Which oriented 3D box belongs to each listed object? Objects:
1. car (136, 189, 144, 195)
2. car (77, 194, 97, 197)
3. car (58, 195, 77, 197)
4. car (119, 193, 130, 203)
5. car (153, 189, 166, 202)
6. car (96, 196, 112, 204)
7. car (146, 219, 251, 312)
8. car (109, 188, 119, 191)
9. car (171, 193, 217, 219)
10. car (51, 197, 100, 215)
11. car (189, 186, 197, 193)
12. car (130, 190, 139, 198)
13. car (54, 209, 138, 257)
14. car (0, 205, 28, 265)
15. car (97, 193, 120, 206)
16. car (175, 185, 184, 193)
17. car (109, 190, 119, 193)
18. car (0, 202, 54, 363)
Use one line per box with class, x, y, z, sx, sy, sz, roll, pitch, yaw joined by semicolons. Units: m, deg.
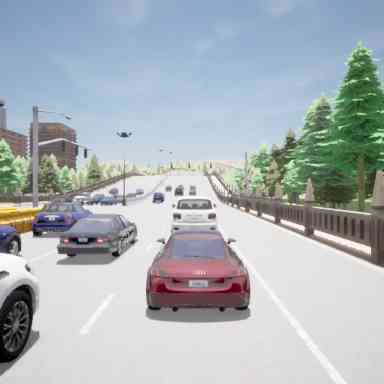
car;-13.831;-0.090;86.604;1.882;1.535;5.008;0;6;0
car;-17.505;1.484;57.110;2.128;1.511;4.902;0;0;1
car;-21.081;1.351;54.206;2.097;1.767;4.553;0;0;2
car;-13.963;1.448;65.362;1.812;1.442;4.674;0;1;0
car;-6.838;1.034;69.249;2.150;2.045;5.566;0;2;0
car;-17.444;1.499;66.244;1.895;1.301;4.718;0;2;0
car;0.109;1.564;7.803;1.994;1.385;4.181;0;0;0
car;-20.819;-0.328;88.336;1.882;1.535;5.008;0;7;0
car;0.115;1.222;17.210;2.150;2.045;5.566;0;0;0
car;-6.935;1.352;18.492;2.097;1.767;4.553;0;0;-1
car;0.168;-0.022;86.368;2.128;1.511;4.902;0;7;0
car;-13.902;0.916;75.638;1.882;1.535;5.008;0;3;0
car;-3.394;1.547;12.912;2.033;1.411;5.357;0;0;0
car;-6.892;1.352;9.562;2.097;1.767;4.553;0;0;0
car;-14.016;1.471;56.054;1.882;1.535;5.008;0;0;0
car;-3.334;-0.282;85.970;2.150;2.045;5.566;0;7;0
car;-17.398;1.002;76.188;1.895;1.301;4.718;0;3;0
car;-3.396;1.221;2.721;2.150;2.045;5.566;0;0;0
